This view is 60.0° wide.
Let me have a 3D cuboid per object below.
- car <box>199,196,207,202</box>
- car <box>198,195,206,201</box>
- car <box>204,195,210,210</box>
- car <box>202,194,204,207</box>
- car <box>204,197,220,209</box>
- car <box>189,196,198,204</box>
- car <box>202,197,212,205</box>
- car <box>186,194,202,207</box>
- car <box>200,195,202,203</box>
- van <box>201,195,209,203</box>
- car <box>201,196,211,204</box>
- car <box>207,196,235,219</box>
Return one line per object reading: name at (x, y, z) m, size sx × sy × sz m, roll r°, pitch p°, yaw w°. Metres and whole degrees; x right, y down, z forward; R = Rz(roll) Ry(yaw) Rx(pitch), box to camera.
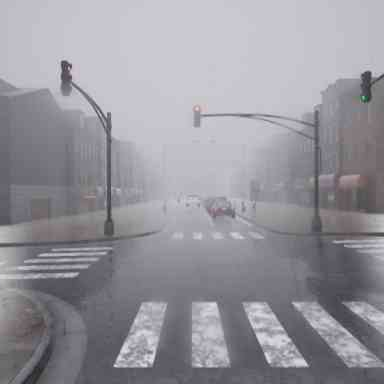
car at (2.797, 1.759, 83.673) m, size 1.802 × 1.307 × 4.206 m, roll -1°, pitch 0°, yaw 0°
car at (2.817, 1.664, 94.479) m, size 1.967 × 1.590 × 4.097 m, roll -1°, pitch 0°, yaw 0°
car at (2.698, 1.342, 35.052) m, size 2.192 × 1.841 × 5.009 m, roll -1°, pitch 0°, yaw 0°
car at (2.709, 1.353, 40.455) m, size 2.192 × 1.841 × 5.009 m, roll -1°, pitch 0°, yaw 0°
car at (2.721, 1.491, 45.857) m, size 1.967 × 1.590 × 4.097 m, roll -1°, pitch 0°, yaw 0°
car at (0.239, 1.626, 69.618) m, size 1.837 × 1.490 × 4.892 m, roll 0°, pitch 0°, yaw 0°
car at (2.754, 1.623, 62.234) m, size 1.752 × 1.417 × 4.829 m, roll -1°, pitch 0°, yaw 0°
car at (0.209, 1.291, 54.247) m, size 2.150 × 2.045 × 5.566 m, roll 0°, pitch -1°, yaw 0°
car at (2.731, 1.505, 51.259) m, size 1.967 × 1.590 × 4.097 m, roll -1°, pitch 0°, yaw 0°
van at (2.773, 1.476, 72.870) m, size 1.690 × 1.788 × 3.998 m, roll -1°, pitch 0°, yaw 0°
car at (2.765, 1.641, 67.636) m, size 1.752 × 1.417 × 4.829 m, roll -1°, pitch 0°, yaw 0°
car at (2.688, 1.458, 29.650) m, size 1.967 × 1.590 × 4.097 m, roll -1°, pitch 0°, yaw 0°
